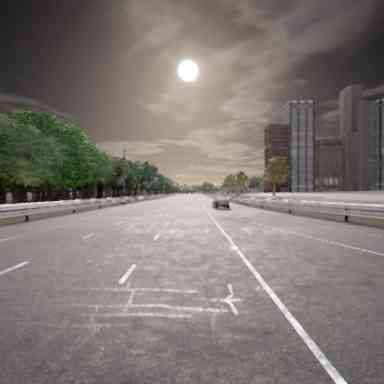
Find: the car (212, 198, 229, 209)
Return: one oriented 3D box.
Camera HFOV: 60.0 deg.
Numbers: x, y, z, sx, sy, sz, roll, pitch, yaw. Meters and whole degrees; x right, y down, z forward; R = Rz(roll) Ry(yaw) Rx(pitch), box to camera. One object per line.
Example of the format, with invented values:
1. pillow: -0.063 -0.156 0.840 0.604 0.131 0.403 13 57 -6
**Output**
1. car: 3.961 1.539 46.578 2.163 1.488 4.792 0 0 -3
